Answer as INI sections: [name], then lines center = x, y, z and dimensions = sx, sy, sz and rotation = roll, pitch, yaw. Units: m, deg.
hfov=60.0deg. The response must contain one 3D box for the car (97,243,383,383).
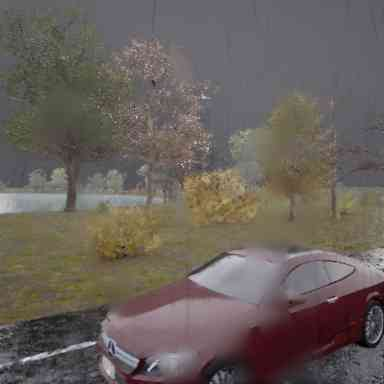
[car]
center = 1.047, 1.523, 4.738
dimensions = 4.674, 1.442, 1.812
rotation = 0, 0, -36
